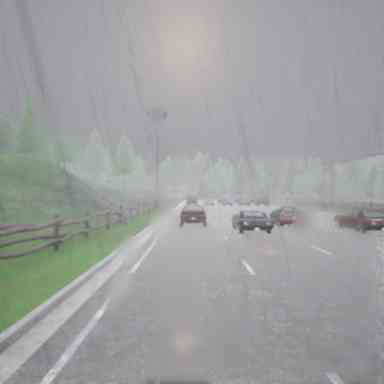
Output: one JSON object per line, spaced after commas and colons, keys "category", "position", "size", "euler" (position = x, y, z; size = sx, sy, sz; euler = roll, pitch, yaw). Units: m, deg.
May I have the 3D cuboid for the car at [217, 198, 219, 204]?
{"category": "car", "position": [6.981, 1.838, 77.100], "size": [2.097, 1.767, 4.553], "euler": [0, 0, 0]}

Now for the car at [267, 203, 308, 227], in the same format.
{"category": "car", "position": [7.093, 1.775, 24.930], "size": [1.994, 1.385, 4.181], "euler": [0, 0, 0]}

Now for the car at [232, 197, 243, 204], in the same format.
{"category": "car", "position": [10.481, 1.983, 77.129], "size": [1.837, 1.490, 4.892], "euler": [0, 0, 0]}

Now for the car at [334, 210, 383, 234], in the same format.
{"category": "car", "position": [10.595, 1.775, 20.553], "size": [1.895, 1.301, 4.718], "euler": [0, 0, 0]}

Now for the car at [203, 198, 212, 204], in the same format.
{"category": "car", "position": [3.481, 2.078, 77.157], "size": [1.895, 1.301, 4.718], "euler": [0, 0, 0]}

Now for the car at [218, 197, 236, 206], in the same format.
{"category": "car", "position": [6.983, 2.102, 66.707], "size": [2.033, 1.411, 5.357], "euler": [0, 0, 0]}

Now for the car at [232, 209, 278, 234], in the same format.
{"category": "car", "position": [3.594, 1.775, 20.551], "size": [1.895, 1.301, 4.718], "euler": [0, 0, 0]}

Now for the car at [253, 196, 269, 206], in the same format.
{"category": "car", "position": [13.983, 1.773, 66.742], "size": [2.150, 2.045, 5.566], "euler": [0, 0, 0]}

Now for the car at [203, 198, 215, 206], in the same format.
{"category": "car", "position": [3.483, 2.160, 67.153], "size": [1.895, 1.301, 4.718], "euler": [0, 0, 0]}

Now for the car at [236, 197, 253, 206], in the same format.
{"category": "car", "position": [10.483, 2.116, 67.125], "size": [1.994, 1.385, 4.181], "euler": [0, 0, 0]}

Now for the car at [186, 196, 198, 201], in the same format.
{"category": "car", "position": [-0.017, 1.776, 66.738], "size": [2.150, 2.045, 5.566], "euler": [0, 0, 0]}

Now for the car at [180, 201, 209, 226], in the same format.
{"category": "car", "position": [0.094, 1.694, 25.603], "size": [1.882, 1.535, 5.008], "euler": [0, 0, 0]}

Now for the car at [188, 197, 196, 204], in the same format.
{"category": "car", "position": [-0.019, 1.983, 77.127], "size": [1.837, 1.490, 4.892], "euler": [0, 0, 0]}

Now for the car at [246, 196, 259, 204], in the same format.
{"category": "car", "position": [13.981, 1.838, 77.101], "size": [2.097, 1.767, 4.553], "euler": [0, 0, 0]}
